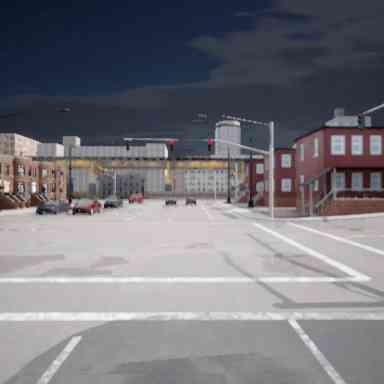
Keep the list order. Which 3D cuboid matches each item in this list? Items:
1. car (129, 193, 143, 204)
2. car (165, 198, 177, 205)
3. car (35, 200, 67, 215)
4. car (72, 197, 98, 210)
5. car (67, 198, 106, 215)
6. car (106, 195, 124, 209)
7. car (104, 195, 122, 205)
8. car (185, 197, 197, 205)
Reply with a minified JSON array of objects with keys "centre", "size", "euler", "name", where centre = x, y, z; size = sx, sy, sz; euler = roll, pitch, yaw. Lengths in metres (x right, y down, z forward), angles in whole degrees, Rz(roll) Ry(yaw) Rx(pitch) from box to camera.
[{"centre":[-10.685,1.279,63.921],"size":[2.150,2.045,5.566],"euler":[0,0,0],"name":"car"},{"centre":[-3.670,1.648,58.836],"size":[1.895,1.301,4.718],"euler":[0,0,0],"name":"car"},{"centre":[-14.190,1.575,34.501],"size":[2.033,1.411,5.357],"euler":[0,0,0],"name":"car"},{"centre":[-14.213,1.513,44.540],"size":[1.882,1.535,5.008],"euler":[0,0,0],"name":"car"},{"centre":[-10.687,1.505,34.085],"size":[1.882,1.535,5.008],"euler":[0,0,0],"name":"car"},{"centre":[-10.715,1.581,45.776],"size":[2.033,1.411,5.357],"euler":[0,0,0],"name":"car"},{"centre":[-14.211,1.399,60.020],"size":[2.097,1.767,4.553],"euler":[0,0,0],"name":"car"},{"centre":[-0.170,1.572,58.820],"size":[1.812,1.442,4.674],"euler":[0,0,0],"name":"car"}]
